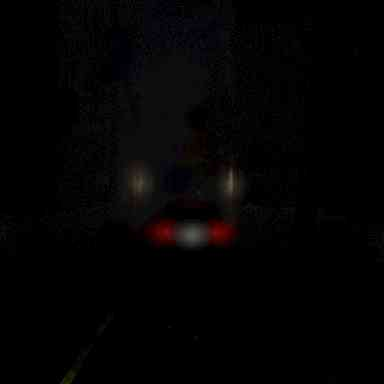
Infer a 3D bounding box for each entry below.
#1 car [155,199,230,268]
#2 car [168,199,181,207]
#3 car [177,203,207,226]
[{"bbox_3d":[0.032,1.273,11.564,2.150,2.045,5.566,0,0,0],"label":"car"},{"bbox_3d":[-3.034,1.893,58.385,1.994,1.385,4.181,0,0,1],"label":"car"},{"bbox_3d":[0.025,1.666,25.524,2.033,1.411,5.357,0,0,0],"label":"car"}]
